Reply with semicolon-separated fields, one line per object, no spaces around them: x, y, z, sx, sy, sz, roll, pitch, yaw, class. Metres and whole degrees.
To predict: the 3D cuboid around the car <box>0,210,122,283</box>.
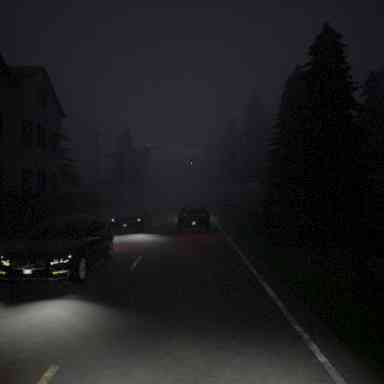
-3.588;1.485;9.697;1.837;1.490;4.892;0;0;0;car

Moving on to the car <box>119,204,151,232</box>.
-3.554;1.484;19.976;1.812;1.442;4.674;0;0;0;car

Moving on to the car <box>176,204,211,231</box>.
0.097;1.449;20.099;2.128;1.511;4.902;0;0;0;car
